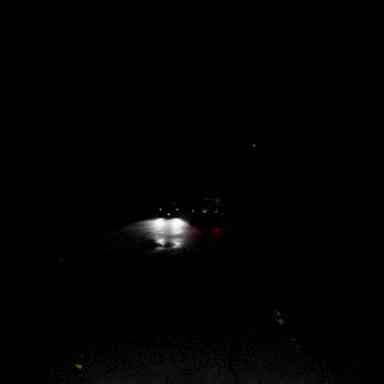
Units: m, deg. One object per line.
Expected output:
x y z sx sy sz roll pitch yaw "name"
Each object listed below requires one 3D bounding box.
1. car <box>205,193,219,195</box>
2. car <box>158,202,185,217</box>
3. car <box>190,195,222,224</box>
2.598 1.164 42.549 2.150 2.045 5.566 0 0 6 "car"
-1.791 1.565 30.270 1.895 1.301 4.718 0 0 5 "car"
0.993 1.334 24.519 2.097 1.767 4.553 0 0 4 "car"
